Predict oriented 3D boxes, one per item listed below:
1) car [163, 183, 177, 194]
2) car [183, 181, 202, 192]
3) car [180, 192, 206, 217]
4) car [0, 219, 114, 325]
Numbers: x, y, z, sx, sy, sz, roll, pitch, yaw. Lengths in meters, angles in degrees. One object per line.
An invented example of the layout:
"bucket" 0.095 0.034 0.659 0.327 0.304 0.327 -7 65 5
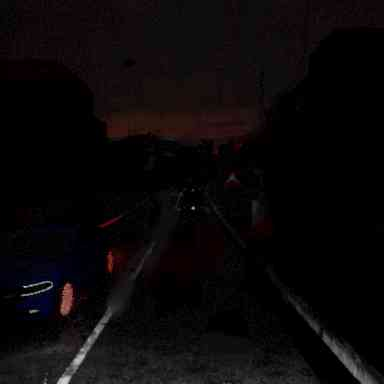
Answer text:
"car" -3.190 -0.576 48.900 2.033 1.411 5.357 0 4 -1
"car" 0.081 -0.305 40.834 2.150 2.045 5.566 0 5 0
"car" 0.087 1.040 25.080 2.033 1.411 5.357 0 3 0
"car" -3.104 1.427 7.393 1.882 1.535 5.008 0 0 0
